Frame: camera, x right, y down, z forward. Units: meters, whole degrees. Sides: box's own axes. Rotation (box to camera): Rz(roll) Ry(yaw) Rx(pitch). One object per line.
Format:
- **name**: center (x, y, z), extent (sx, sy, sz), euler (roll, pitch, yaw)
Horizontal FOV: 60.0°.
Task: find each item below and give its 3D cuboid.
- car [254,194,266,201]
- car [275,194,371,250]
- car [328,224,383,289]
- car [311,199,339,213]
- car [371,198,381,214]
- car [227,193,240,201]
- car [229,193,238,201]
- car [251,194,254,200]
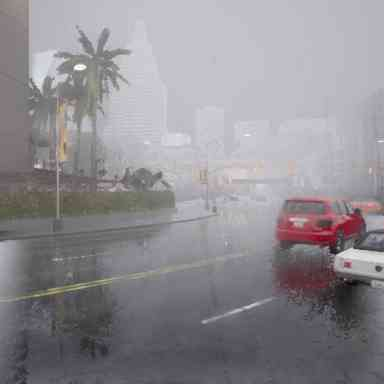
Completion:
- **car**: center (16.396, 1.422, 79.147), extent (1.882, 1.535, 5.008), euler (0, 0, 7)
- **car**: center (5.375, 1.213, 13.565), extent (2.150, 2.045, 5.566), euler (0, 0, 39)
- **car**: center (5.375, 1.597, 8.357), extent (1.895, 1.301, 4.718), euler (0, 0, 44)
- **car**: center (14.732, 1.541, 37.022), extent (1.994, 1.385, 4.181), euler (0, 0, 9)
- **car**: center (17.915, 1.333, 34.823), extent (2.097, 1.767, 4.553), euler (0, 0, 10)
- **car**: center (10.165, 1.419, 80.938), extent (2.097, 1.535, 5.008), euler (0, 0, 7)
- **car**: center (10.797, 1.289, 87.333), extent (2.185, 1.767, 4.553), euler (0, 0, 7)
- **car**: center (17.899, 1.459, 91.599), extent (1.812, 1.442, 4.674), euler (0, 0, 7)
